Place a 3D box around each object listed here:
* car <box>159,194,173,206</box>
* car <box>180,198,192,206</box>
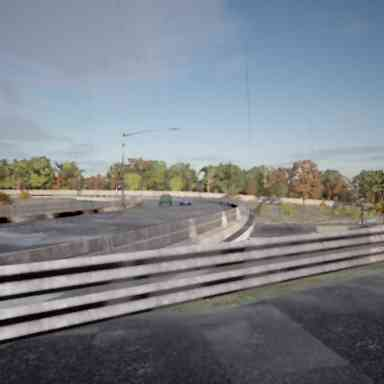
[{"bbox_3d":[-4.498,1.364,57.390,2.150,2.045,5.566,0,0,-5],"label":"car"},{"bbox_3d":[-1.138,1.728,59.100,1.994,1.385,4.181,0,0,-4],"label":"car"}]
